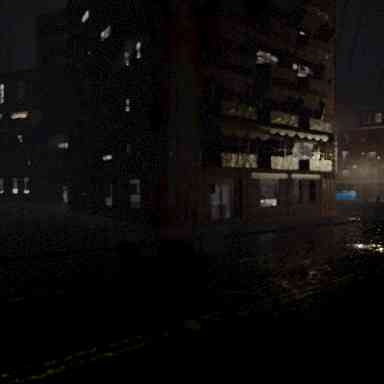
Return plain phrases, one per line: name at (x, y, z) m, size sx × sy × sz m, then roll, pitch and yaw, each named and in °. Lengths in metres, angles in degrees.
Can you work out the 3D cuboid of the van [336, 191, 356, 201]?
van at (27.777, 0.695, 60.550) m, size 3.998 × 1.788 × 1.690 m, roll 1°, pitch 0°, yaw 21°
